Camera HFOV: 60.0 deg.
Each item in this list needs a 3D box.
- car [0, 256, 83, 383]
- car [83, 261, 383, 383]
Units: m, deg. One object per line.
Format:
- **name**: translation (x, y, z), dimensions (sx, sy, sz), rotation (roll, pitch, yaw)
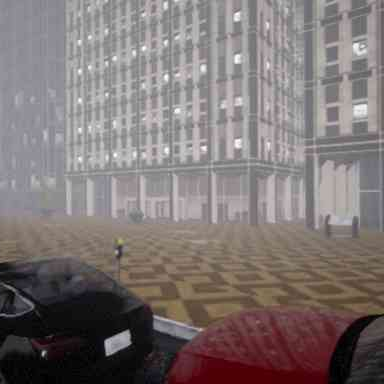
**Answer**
- **car**: translation (-2.453, 1.593, 4.625), dimensions (4.313, 1.339, 1.947), rotation (0, 0, 35)
- **car**: translation (2.042, 1.310, 1.421), dimensions (5.009, 1.841, 2.192), rotation (0, 0, 35)
